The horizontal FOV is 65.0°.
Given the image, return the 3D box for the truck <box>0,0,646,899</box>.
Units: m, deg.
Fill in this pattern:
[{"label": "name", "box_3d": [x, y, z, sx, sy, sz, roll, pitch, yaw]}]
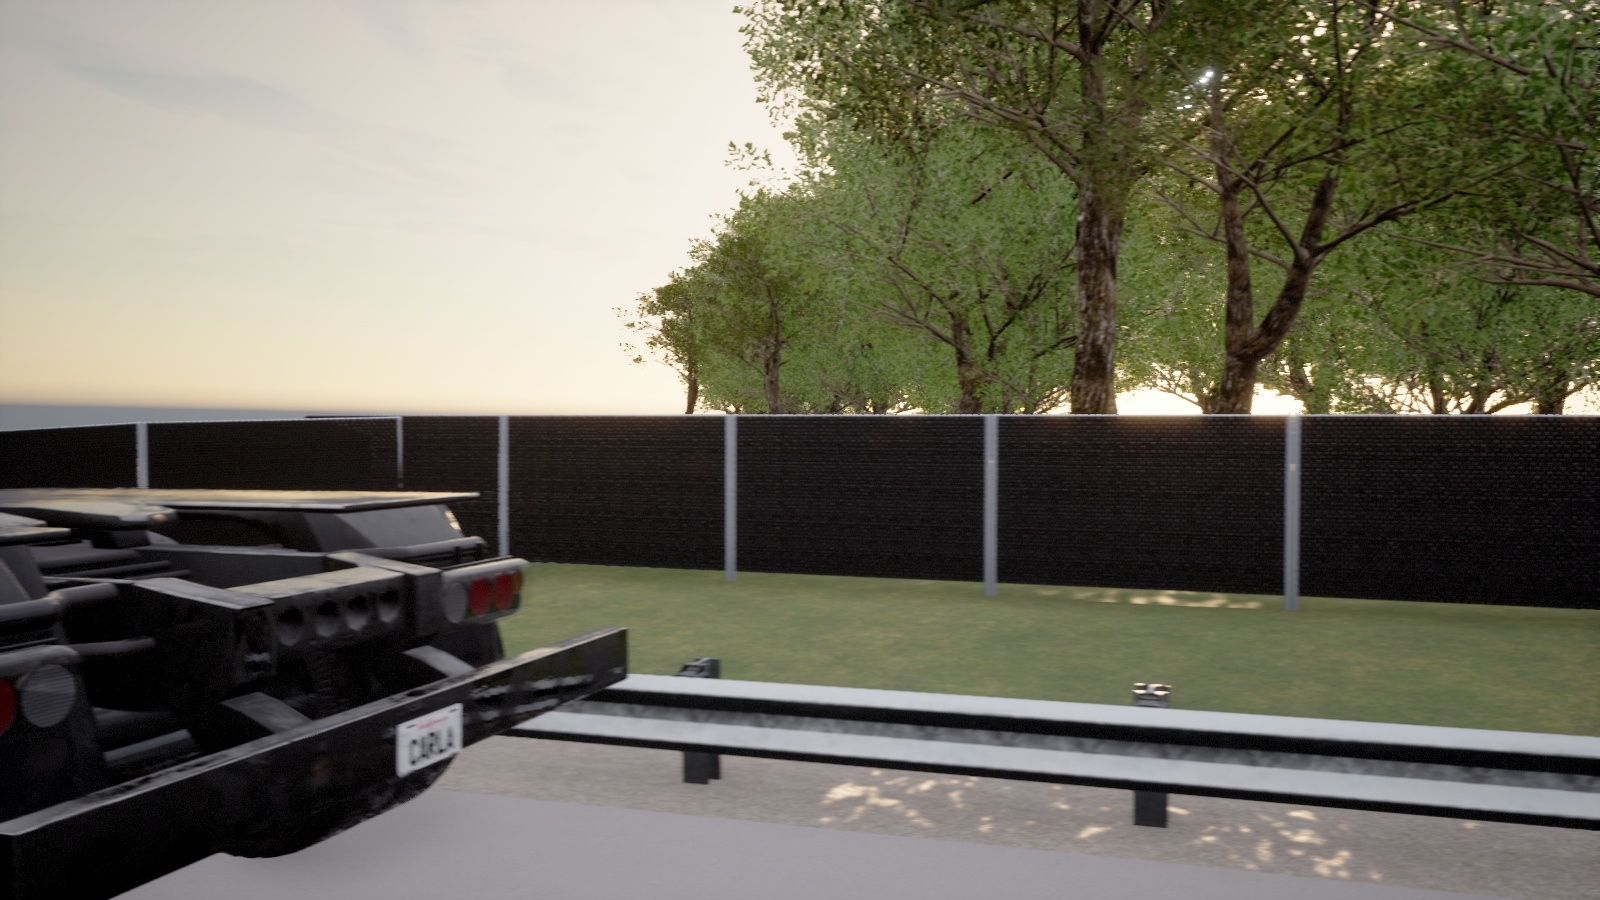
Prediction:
[{"label": "truck", "box_3d": [-4.827, -0.251, 4.787, 7.936, 3.462, 2.891, 0, 1, 18]}]
